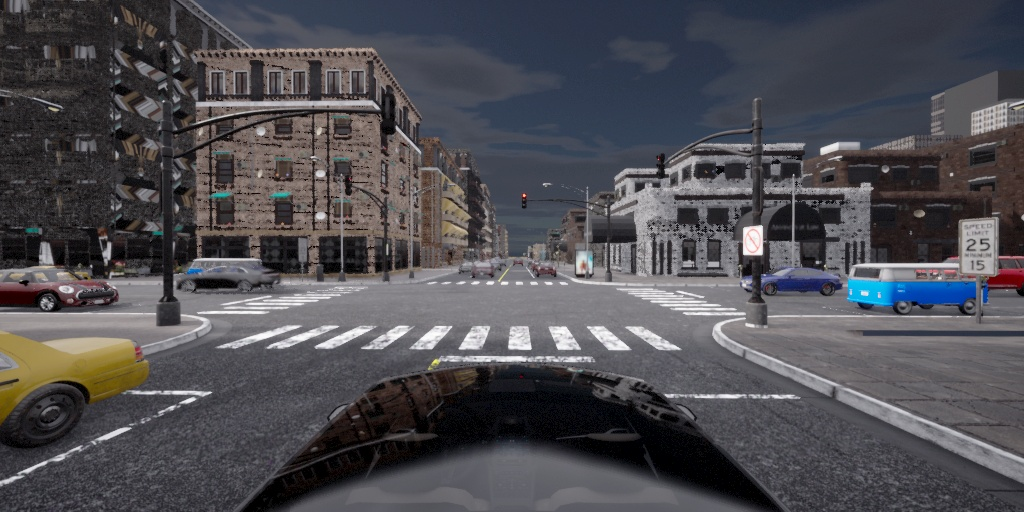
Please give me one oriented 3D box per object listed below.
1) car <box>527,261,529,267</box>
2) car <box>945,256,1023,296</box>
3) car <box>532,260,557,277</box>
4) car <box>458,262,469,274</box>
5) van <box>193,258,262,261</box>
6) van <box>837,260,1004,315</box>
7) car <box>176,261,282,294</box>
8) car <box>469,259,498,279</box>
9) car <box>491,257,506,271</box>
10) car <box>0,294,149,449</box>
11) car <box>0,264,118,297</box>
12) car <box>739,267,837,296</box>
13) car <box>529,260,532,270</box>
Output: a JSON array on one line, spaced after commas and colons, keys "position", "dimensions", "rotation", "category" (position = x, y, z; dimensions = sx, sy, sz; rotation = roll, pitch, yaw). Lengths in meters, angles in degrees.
[{"position": [3.542, 1.320, 52.187], "dimensions": [2.007, 1.370, 4.403], "rotation": [0, 0, 1], "category": "car"}, {"position": [24.350, 1.019, 18.891], "dimensions": [5.566, 2.045, 2.150], "rotation": [0, 0, 0], "category": "car"}, {"position": [3.253, 1.195, 35.099], "dimensions": [1.967, 1.591, 4.097], "rotation": [0, 0, 1], "category": "car"}, {"position": [-5.031, 1.310, 40.924], "dimensions": [2.007, 1.370, 4.403], "rotation": [0, 0, 1], "category": "car"}, {"position": [-17.430, 1.029, 21.886], "dimensions": [3.998, 1.789, 1.690], "rotation": [0, 0, 1], "category": "van"}, {"position": [14.849, 1.156, 13.198], "dimensions": [3.998, 1.789, 1.690], "rotation": [0, 0, 1], "category": "van"}, {"position": [-15.187, 1.203, 19.346], "dimensions": [4.902, 1.511, 2.128], "rotation": [0, 1, -1], "category": "car"}, {"position": [-2.571, 1.279, 33.101], "dimensions": [1.812, 1.442, 4.674], "rotation": [0, 0, 1], "category": "car"}, {"position": [-2.322, 1.256, 47.703], "dimensions": [2.128, 1.511, 4.902], "rotation": [0, 0, 1], "category": "car"}, {"position": [-5.681, 1.275, 2.609], "dimensions": [1.751, 1.417, 4.829], "rotation": [0, 0, 1], "category": "car"}, {"position": [-17.529, 1.190, 13.506], "dimensions": [4.097, 1.591, 1.967], "rotation": [0, 0, 1], "category": "car"}, {"position": [14.688, 1.298, 18.982], "dimensions": [4.674, 1.442, 1.812], "rotation": [0, 0, 2], "category": "car"}, {"position": [3.445, 1.346, 46.491], "dimensions": [1.802, 1.307, 4.207], "rotation": [0, 0, 1], "category": "car"}]
